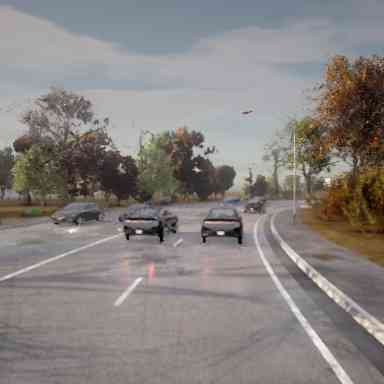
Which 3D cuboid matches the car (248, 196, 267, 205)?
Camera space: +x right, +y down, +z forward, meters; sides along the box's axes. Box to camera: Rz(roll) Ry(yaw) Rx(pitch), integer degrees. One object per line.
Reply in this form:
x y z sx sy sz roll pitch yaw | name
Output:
12.634 1.589 64.205 1.882 1.535 5.008 0 0 33 | car

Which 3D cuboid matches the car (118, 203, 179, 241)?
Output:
-1.898 1.497 16.668 2.128 1.511 4.902 0 0 9 | car

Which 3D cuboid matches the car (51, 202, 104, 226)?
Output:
-7.948 1.485 23.563 1.837 1.490 4.892 0 0 12 | car

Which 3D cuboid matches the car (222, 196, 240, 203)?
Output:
7.299 1.543 62.288 1.882 1.535 5.008 0 0 31 | car

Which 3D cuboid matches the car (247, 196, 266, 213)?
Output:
7.175 1.572 37.630 1.837 1.490 4.892 0 0 20 | car

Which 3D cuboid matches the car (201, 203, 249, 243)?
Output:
1.577 1.513 16.292 2.128 1.511 4.902 0 0 9 | car
